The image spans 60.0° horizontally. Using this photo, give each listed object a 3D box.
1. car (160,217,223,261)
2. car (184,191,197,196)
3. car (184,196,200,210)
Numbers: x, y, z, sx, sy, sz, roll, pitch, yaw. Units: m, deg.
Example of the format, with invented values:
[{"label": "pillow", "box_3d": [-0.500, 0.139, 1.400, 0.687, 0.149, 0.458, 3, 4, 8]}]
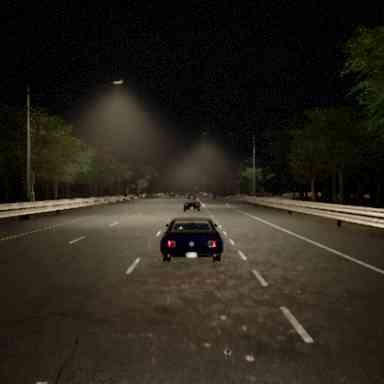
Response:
[{"label": "car", "box_3d": [-0.007, 1.554, 12.006, 1.895, 1.301, 4.718, 0, 0, 0]}, {"label": "car", "box_3d": [-0.026, 1.086, 68.145, 2.097, 1.767, 4.553, 0, 0, 0]}, {"label": "car", "box_3d": [-0.014, 1.449, 38.995, 1.895, 1.301, 4.718, 0, 0, 0]}]
